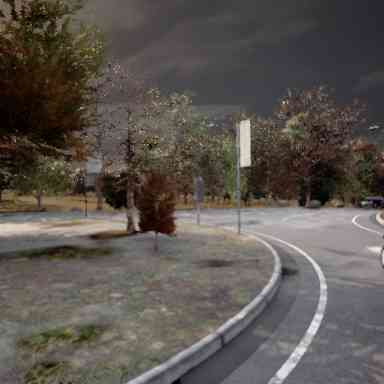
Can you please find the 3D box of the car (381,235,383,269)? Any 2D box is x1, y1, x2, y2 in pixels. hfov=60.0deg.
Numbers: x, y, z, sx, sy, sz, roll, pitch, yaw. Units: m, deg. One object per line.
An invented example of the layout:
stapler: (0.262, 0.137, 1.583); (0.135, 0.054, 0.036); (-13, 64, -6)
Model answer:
car: (5.365, 1.365, 6.953); (1.837, 1.490, 4.892); (0, 1, 21)

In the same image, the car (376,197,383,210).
car: (22.414, 1.214, 36.222); (4.892, 1.490, 1.837); (2, -1, -38)

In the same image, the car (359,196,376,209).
car: (22.319, 1.286, 40.838); (4.902, 1.511, 2.128); (3, -1, -37)
